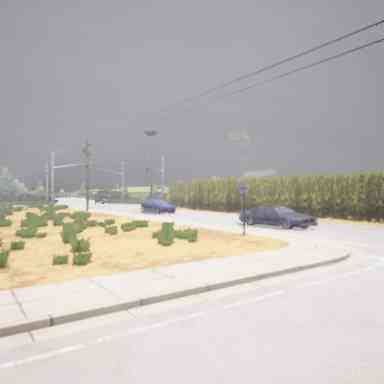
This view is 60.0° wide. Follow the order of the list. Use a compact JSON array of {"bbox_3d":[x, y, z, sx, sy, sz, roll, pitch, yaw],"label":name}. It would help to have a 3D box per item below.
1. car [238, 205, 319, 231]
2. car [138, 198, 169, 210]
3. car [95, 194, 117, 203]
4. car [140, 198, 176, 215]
[{"bbox_3d":[5.324,1.561,21.378,2.033,1.411,5.357,0,0,-35],"label":"car"},{"bbox_3d":[-5.040,1.489,42.936,1.882,1.535,5.008,0,-1,-34],"label":"car"},{"bbox_3d":[-12.270,0.983,47.201,2.097,1.767,4.553,0,0,-33],"label":"car"},{"bbox_3d":[-3.528,1.491,34.220,1.882,1.535,5.008,0,0,-34],"label":"car"}]
